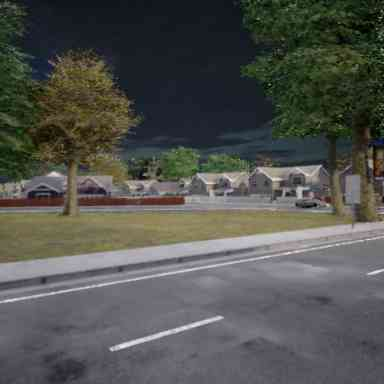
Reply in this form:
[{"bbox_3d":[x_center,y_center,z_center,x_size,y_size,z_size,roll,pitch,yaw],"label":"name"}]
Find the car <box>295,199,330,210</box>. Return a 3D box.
[{"bbox_3d":[16.351,1.651,45.307,2.128,1.511,4.902,-1,0,-35],"label":"car"}]
